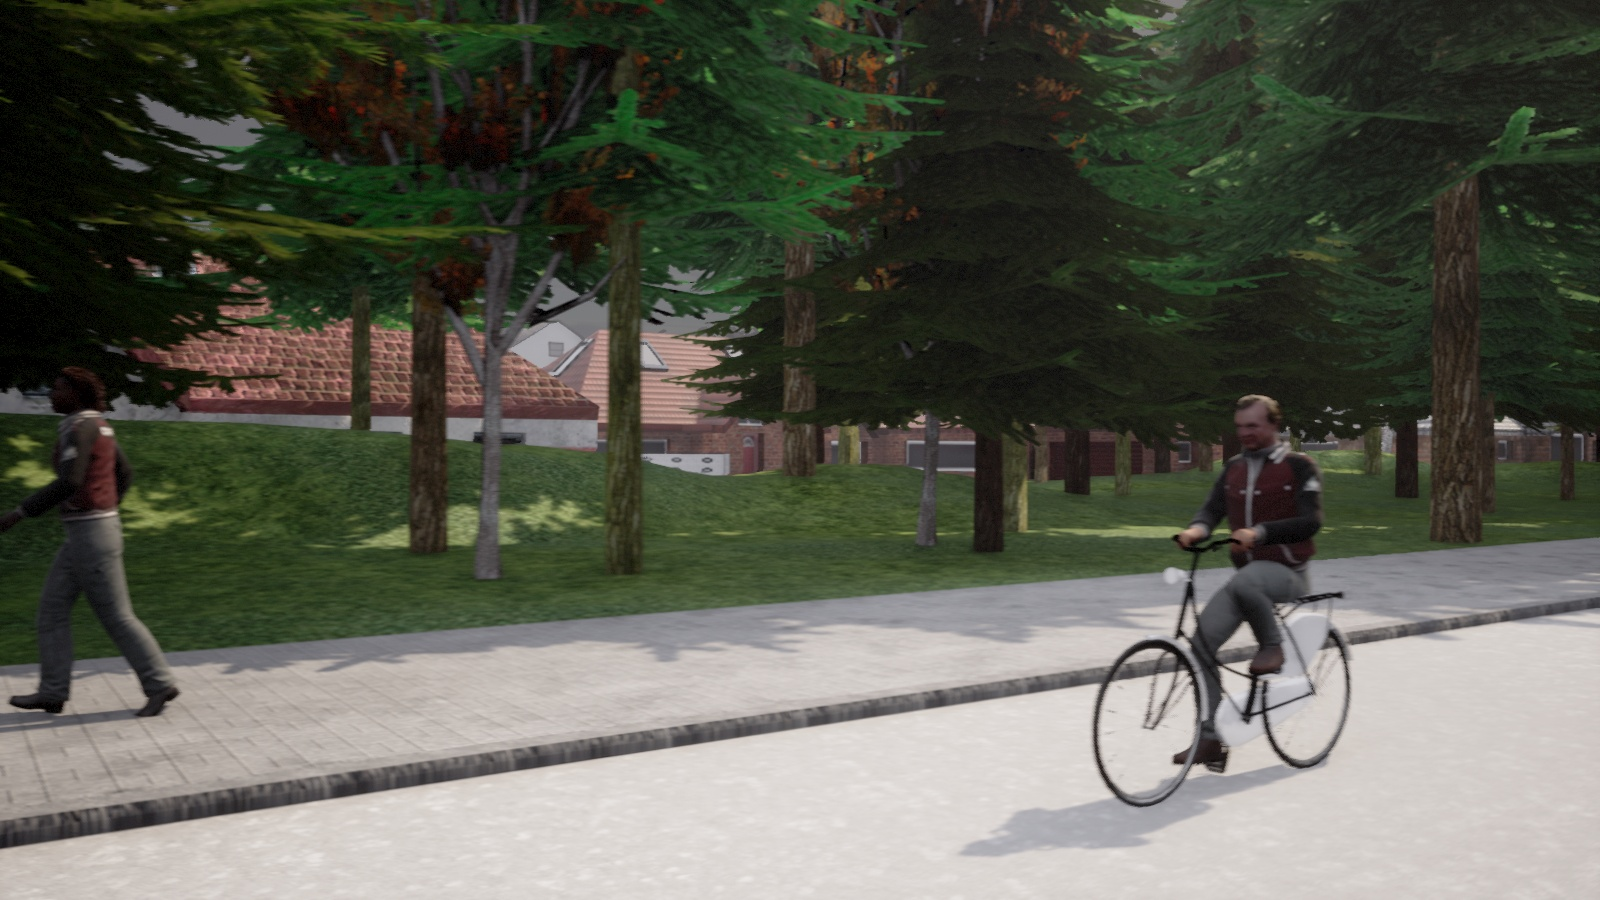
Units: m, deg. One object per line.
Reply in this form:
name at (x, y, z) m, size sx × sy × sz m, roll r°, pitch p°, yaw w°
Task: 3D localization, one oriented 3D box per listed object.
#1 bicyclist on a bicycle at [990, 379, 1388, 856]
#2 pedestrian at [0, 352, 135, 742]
bicyclist on a bicycle at (1.736, 0.625, 5.477) m, size 1.843 × 1.776 × 0.659 m, roll 0°, pitch 0°, yaw -35°
pedestrian at (-3.829, 0.479, 6.499) m, size 0.666 × 1.930 × 0.402 m, roll 0°, pitch 0°, yaw -25°
